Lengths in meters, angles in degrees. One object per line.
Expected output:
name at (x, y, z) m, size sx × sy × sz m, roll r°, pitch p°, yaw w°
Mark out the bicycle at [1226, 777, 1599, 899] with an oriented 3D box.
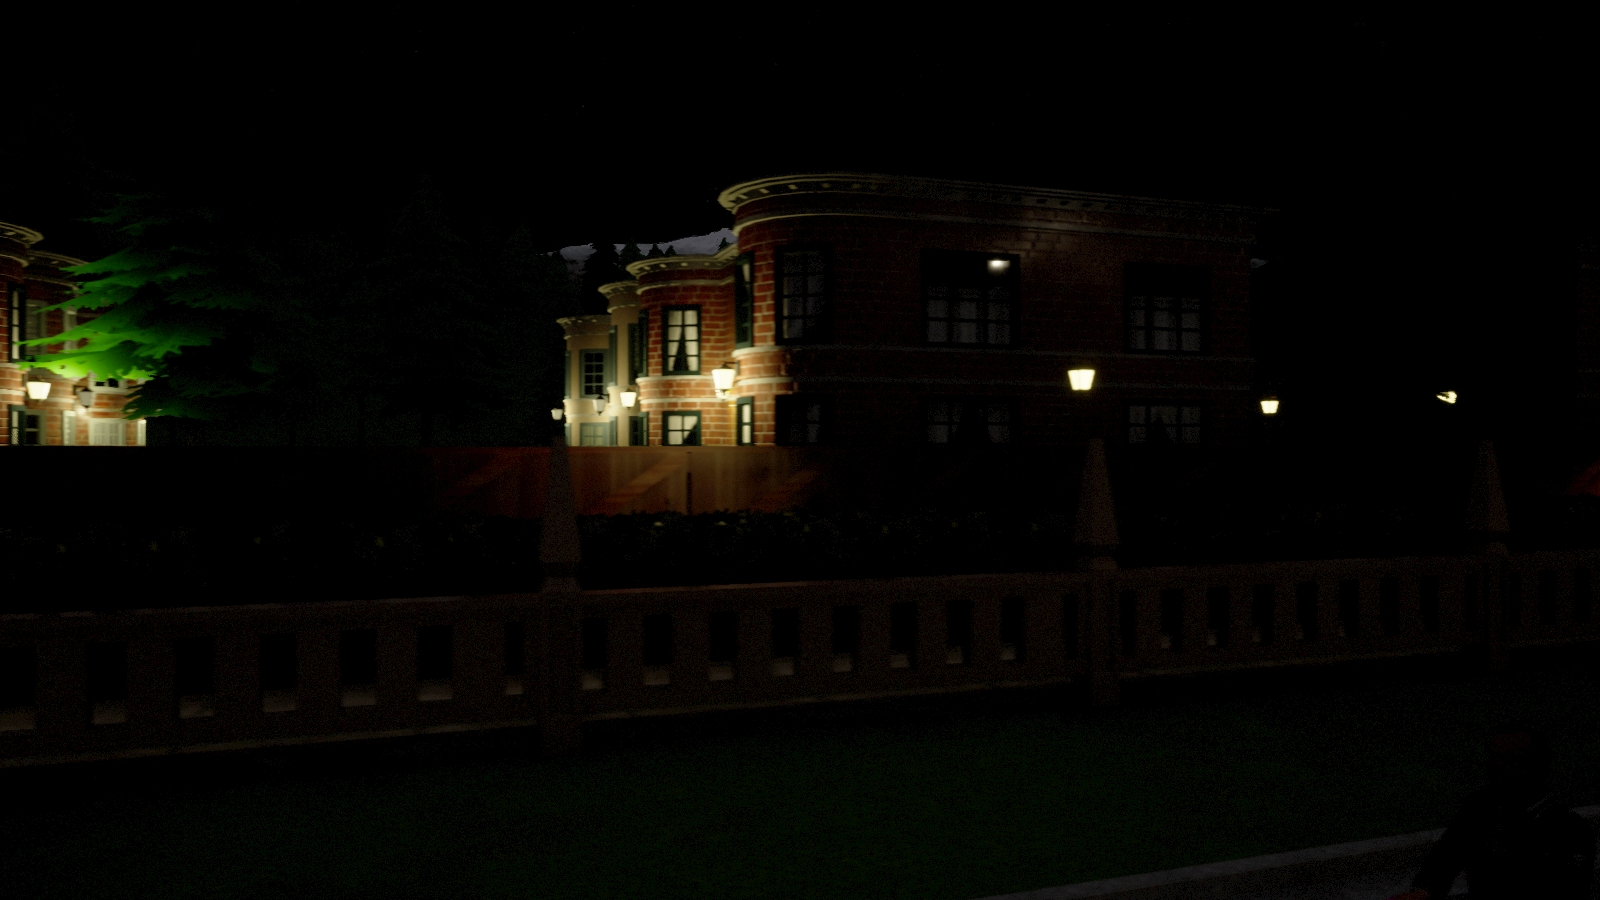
bicycle at (2.411, 2.060, 4.168) m, size 1.835 × 1.471 × 0.329 m, roll 0°, pitch 0°, yaw -20°
